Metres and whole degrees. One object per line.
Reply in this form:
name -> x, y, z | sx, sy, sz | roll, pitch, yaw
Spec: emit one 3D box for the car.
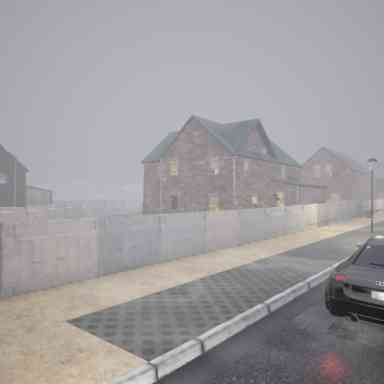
car -> 4.225, 1.576, 6.638 | 1.994, 1.385, 4.181 | 0, 0, 40
